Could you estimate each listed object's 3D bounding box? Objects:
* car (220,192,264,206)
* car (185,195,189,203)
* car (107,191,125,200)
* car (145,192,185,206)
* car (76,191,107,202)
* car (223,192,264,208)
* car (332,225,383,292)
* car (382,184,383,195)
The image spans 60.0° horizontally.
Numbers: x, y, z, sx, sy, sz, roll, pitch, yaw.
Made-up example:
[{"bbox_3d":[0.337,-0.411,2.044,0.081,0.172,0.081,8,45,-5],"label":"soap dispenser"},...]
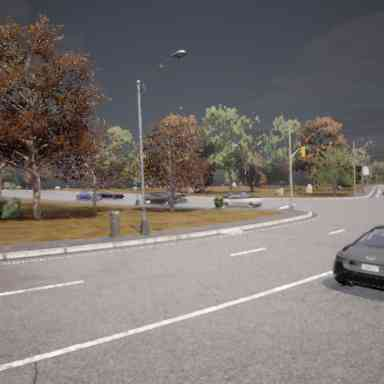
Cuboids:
[{"bbox_3d":[5.925,0.765,39.814,4.892,1.490,1.837,0,2,33],"label":"car"},{"bbox_3d":[-2.649,0.704,45.354,4.902,1.511,2.128,1,3,33],"label":"car"},{"bbox_3d":[-12.721,0.537,51.874,4.718,1.301,1.895,2,4,33],"label":"car"},{"bbox_3d":[-3.791,0.886,41.932,4.892,1.490,1.837,1,3,33],"label":"car"},{"bbox_3d":[-15.284,0.595,49.367,4.674,1.442,1.812,3,4,33],"label":"car"},{"bbox_3d":[5.282,1.010,36.071,4.718,1.301,1.895,0,2,33],"label":"car"},{"bbox_3d":[5.263,1.517,8.204,4.181,1.385,1.994,-1,1,-39],"label":"car"},{"bbox_3d":[29.690,-0.661,49.565,2.150,2.045,5.566,-1,2,31],"label":"car"}]
